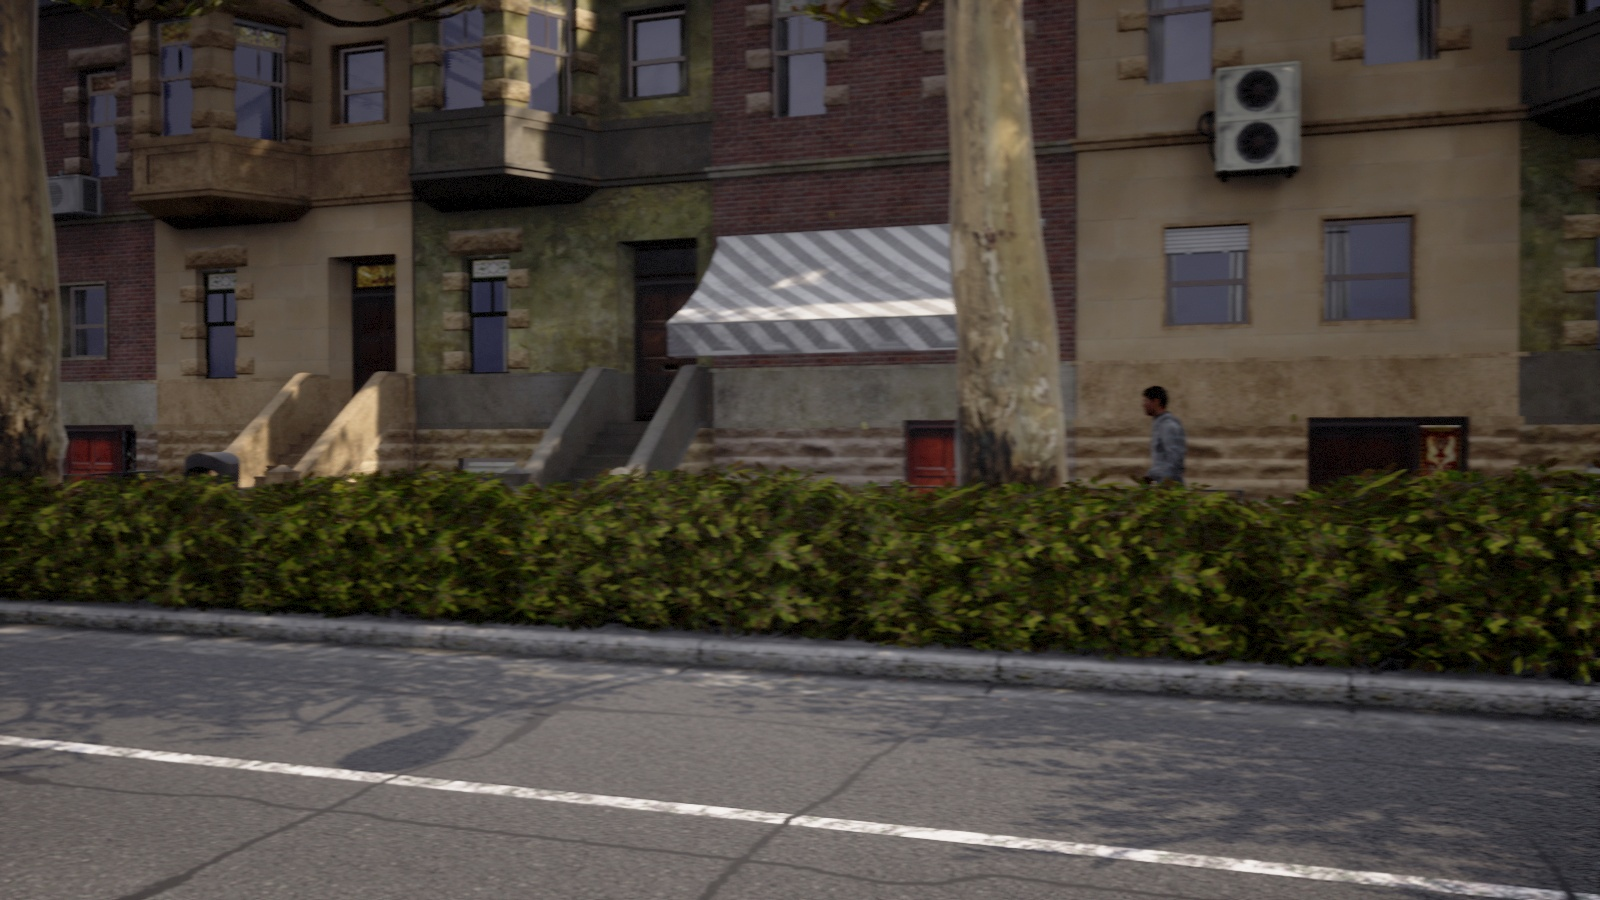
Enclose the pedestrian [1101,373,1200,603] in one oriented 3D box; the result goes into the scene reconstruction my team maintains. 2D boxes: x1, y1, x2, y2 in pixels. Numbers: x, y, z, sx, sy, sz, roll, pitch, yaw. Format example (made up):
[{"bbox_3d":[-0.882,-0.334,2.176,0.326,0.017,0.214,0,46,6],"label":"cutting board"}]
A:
[{"bbox_3d":[3.065,0.319,10.970,0.788,1.949,0.423,1,1,20],"label":"pedestrian"}]
